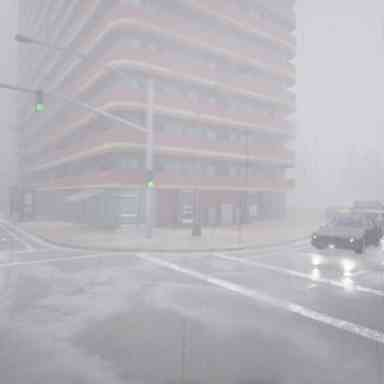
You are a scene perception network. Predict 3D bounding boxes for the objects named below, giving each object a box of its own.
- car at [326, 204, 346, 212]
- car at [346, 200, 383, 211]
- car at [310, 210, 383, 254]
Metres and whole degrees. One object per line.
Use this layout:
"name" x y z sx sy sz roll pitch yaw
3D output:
"car" 15.051 2.014 33.576 1.882 1.535 5.008 1 -1 5
"car" 12.472 1.609 23.624 2.150 2.045 5.566 0 -1 23
"car" 7.130 1.770 14.942 2.033 1.411 5.357 0 -1 40
